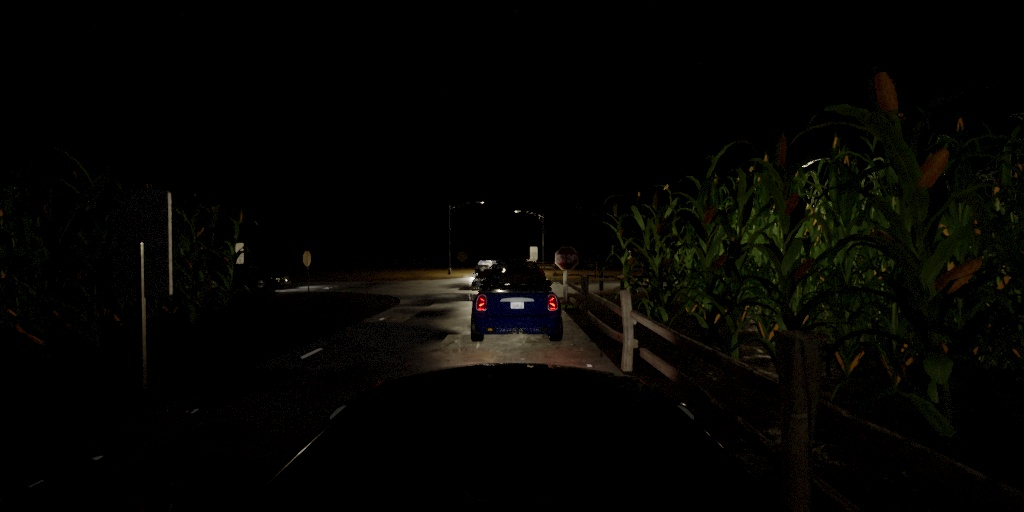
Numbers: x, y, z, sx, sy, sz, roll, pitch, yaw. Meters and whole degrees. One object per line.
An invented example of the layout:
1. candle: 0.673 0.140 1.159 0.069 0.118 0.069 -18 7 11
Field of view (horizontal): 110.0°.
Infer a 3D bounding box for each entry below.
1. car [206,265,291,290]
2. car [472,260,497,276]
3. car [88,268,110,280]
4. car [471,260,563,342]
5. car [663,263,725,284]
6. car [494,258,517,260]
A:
1. car: -16.559 1.289 22.466 4.892 1.490 1.837 0 1 0
2. car: -2.812 1.211 38.136 2.128 1.511 4.902 0 0 2
3. car: -25.614 1.370 22.499 4.181 1.385 1.994 0 1 1
4. car: 0.058 1.098 9.972 2.097 1.767 4.553 0 0 -2
5. car: 12.824 1.187 25.334 5.008 1.535 1.882 0 1 -2
6. car: -0.146 1.104 20.250 2.097 1.767 4.553 -1 0 43
